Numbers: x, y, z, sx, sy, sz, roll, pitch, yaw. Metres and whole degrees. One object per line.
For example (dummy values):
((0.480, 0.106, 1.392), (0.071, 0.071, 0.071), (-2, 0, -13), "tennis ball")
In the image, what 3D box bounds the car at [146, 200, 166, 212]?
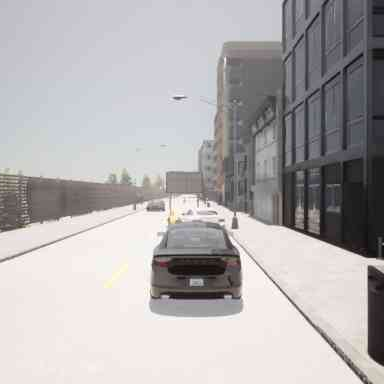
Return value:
((-4.065, 1.564, 38.131), (1.994, 1.385, 4.181), (0, 0, 0), "car")

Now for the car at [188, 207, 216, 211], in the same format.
((0.493, 1.539, 17.818), (1.812, 1.442, 4.674), (0, -1, -10), "car")

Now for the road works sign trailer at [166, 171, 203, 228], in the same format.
((-0.525, 0.464, 21.297), (2.380, 3.560, 2.880), (0, 0, -16), "road works sign trailer")

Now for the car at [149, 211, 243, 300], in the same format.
((0.085, 1.478, 8.469), (1.882, 1.535, 5.008), (0, 0, 0), "car")
